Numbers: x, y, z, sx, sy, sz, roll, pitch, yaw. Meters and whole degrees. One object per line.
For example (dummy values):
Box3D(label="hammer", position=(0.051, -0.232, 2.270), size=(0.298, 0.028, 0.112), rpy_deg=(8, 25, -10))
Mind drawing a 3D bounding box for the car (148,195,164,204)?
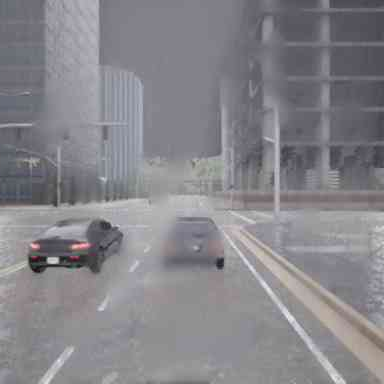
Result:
Box3D(label="car", position=(-7.006, 1.516, 61.941), size=(2.128, 1.511, 4.902), rpy_deg=(0, 0, 1))

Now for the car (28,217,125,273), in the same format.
Box3D(label="car", position=(-3.435, 1.530, 10.566), size=(1.812, 1.442, 4.674), rpy_deg=(0, 0, 0))

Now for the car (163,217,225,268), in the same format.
Box3D(label="car", position=(0.071, 1.552, 11.319), size=(2.033, 1.411, 5.357), rpy_deg=(0, 0, 0))

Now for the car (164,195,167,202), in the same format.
Box3D(label="car", position=(-6.966, 1.530, 77.427), size=(1.837, 1.490, 4.892), rpy_deg=(0, 0, 0))
